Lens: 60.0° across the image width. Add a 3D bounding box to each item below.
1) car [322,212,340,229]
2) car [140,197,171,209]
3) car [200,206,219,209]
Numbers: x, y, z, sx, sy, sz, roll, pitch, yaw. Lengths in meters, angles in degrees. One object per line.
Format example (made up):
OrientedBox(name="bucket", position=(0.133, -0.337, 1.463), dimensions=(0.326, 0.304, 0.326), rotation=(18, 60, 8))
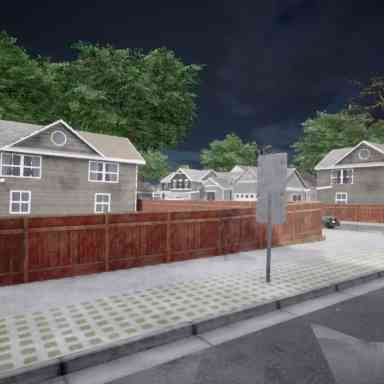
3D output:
OrientedBox(name="car", position=(7.751, 1.726, 22.568), dimensions=(1.994, 1.385, 4.181), rotation=(3, -2, -36))
OrientedBox(name="car", position=(-4.428, 1.618, 39.405), dimensions=(2.150, 2.045, 5.566), rotation=(3, -2, -37))
OrientedBox(name="car", position=(1.881, 1.886, 30.855), dimensions=(1.895, 1.301, 4.718), rotation=(2, -2, -36))
